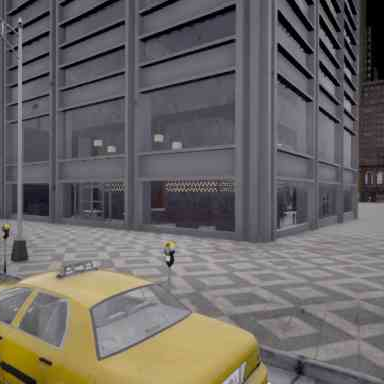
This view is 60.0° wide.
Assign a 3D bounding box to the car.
[{"bbox_3d":[-1.558,1.525,4.063,4.829,1.417,1.752,0,0,35],"label":"car"}]
